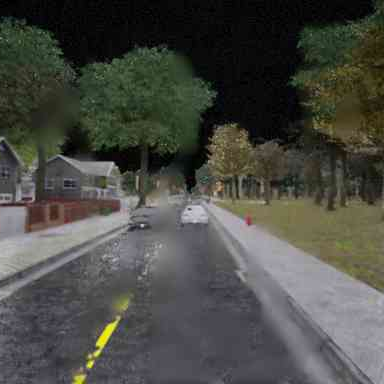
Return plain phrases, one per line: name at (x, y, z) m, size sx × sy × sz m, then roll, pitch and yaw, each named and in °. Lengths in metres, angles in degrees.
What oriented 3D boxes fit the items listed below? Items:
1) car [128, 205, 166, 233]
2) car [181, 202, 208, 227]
car at (-2.690, 1.613, 20.593) m, size 1.837 × 1.490 × 4.892 m, roll 0°, pitch -1°, yaw 1°
car at (0.185, 1.653, 23.622) m, size 1.812 × 1.442 × 4.674 m, roll 0°, pitch 0°, yaw 0°
